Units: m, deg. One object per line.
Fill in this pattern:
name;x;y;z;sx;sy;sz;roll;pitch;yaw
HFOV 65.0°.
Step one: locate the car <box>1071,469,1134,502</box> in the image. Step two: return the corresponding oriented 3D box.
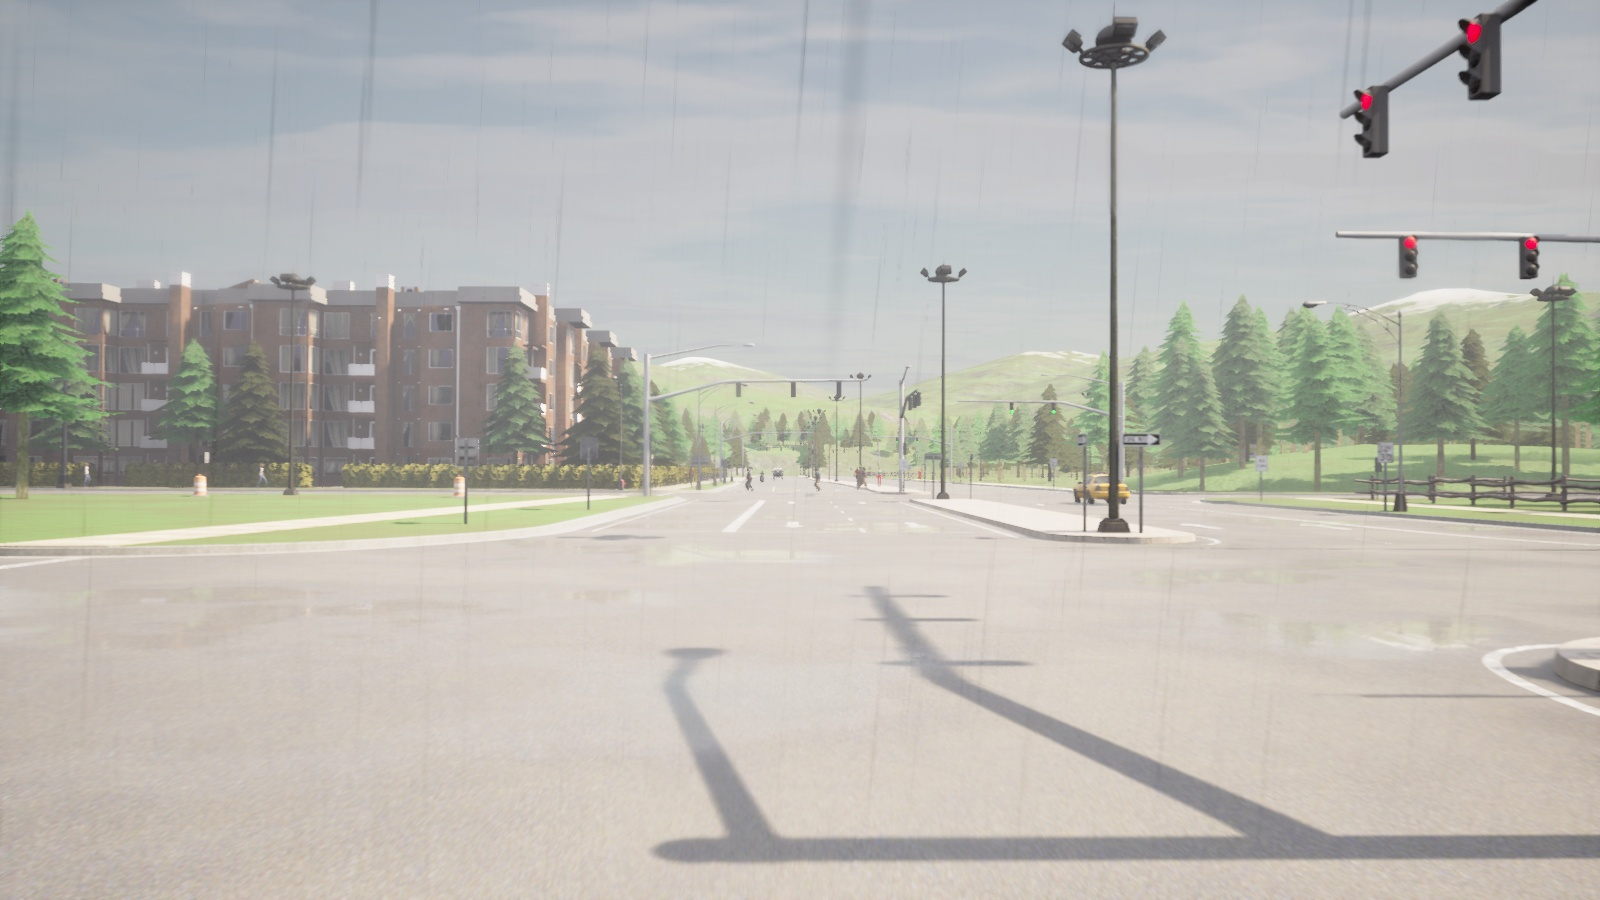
car;14.849;1.731;61.964;1.801;1.575;5.366;0;-1;0
